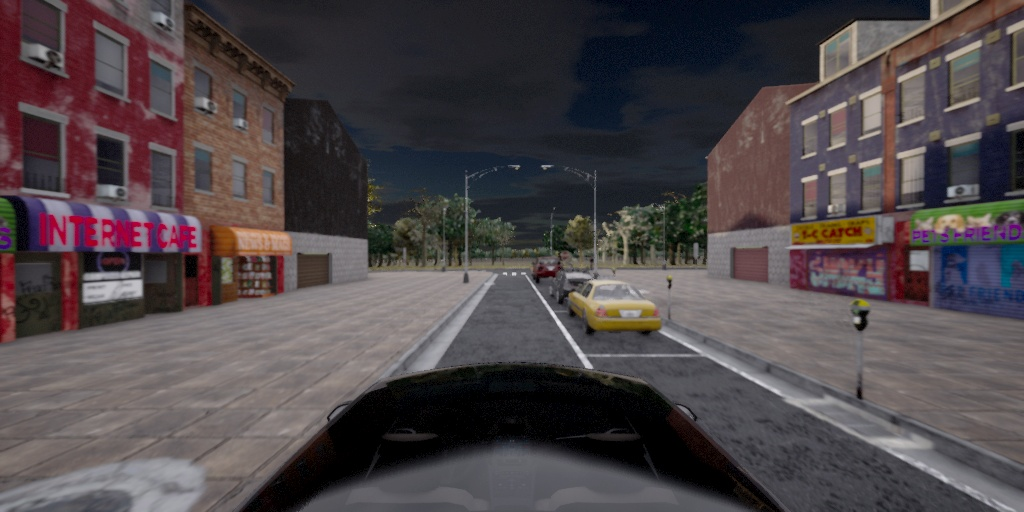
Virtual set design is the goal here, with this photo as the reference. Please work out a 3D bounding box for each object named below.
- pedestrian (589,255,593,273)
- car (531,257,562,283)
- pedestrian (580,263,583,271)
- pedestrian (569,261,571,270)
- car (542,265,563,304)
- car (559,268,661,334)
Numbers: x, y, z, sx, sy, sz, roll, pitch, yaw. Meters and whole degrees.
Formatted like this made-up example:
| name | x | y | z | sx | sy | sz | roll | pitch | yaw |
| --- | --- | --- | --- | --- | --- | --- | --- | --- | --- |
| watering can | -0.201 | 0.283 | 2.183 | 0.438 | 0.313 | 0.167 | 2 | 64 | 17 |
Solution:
| name | x | y | z | sx | sy | sz | roll | pitch | yaw |
| --- | --- | --- | --- | --- | --- | --- | --- | --- | --- |
| pedestrian | 8.003 | 0.743 | 36.340 | 0.375 | 1.860 | 0.375 | 0 | 0 | 0 |
| car | 2.633 | 0.972 | 26.765 | 2.192 | 1.841 | 5.009 | 0 | 0 | 0 |
| pedestrian | 7.003 | 1.141 | 35.741 | 0.500 | 1.100 | 0.500 | 0 | 0 | 0 |
| pedestrian | 6.003 | 1.046 | 36.941 | 0.375 | 1.300 | 0.375 | 0 | 0 | 0 |
| car | 2.635 | 1.245 | 15.674 | 2.007 | 1.370 | 4.403 | 0 | 0 | 0 |
| car | 2.636 | 1.239 | 10.300 | 1.751 | 1.417 | 4.829 | 0 | 0 | 0 |
